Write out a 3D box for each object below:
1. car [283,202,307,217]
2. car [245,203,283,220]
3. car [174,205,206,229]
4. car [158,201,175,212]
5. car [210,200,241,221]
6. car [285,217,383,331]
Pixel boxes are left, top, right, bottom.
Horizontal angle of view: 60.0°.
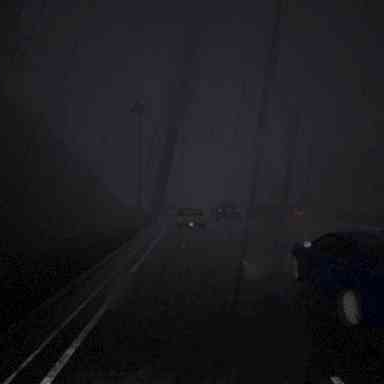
[{"bbox_3d":[9.564,1.768,32.666,1.837,1.490,4.892,1,0,-7],"label":"car"},{"bbox_3d":[6.279,1.723,30.641,1.882,1.535,5.008,0,0,-6],"label":"car"},{"bbox_3d":[-0.157,1.788,23.341,1.895,1.301,4.718,0,0,-3],"label":"car"},{"bbox_3d":[-3.457,1.930,45.850,1.994,1.385,4.181,0,0,-13],"label":"car"},{"bbox_3d":[2.861,1.587,29.465,2.097,1.767,4.553,0,-1,-5],"label":"car"},{"bbox_3d":[3.604,1.535,7.018,1.882,1.535,5.008,0,0,0],"label":"car"}]
